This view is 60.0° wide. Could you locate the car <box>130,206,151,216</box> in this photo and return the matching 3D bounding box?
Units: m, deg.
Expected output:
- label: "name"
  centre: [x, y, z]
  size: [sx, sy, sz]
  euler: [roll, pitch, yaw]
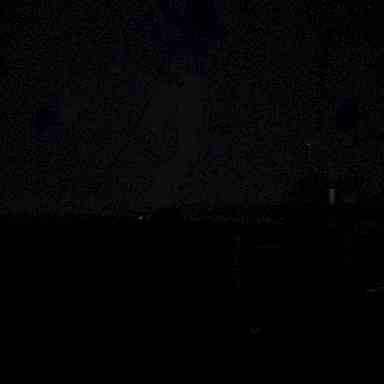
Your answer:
- label: "car"
  centre: [-8.878, 3.107, 56.973]
  size: [2.097, 1.767, 4.553]
  euler: [-3, 0, -36]
